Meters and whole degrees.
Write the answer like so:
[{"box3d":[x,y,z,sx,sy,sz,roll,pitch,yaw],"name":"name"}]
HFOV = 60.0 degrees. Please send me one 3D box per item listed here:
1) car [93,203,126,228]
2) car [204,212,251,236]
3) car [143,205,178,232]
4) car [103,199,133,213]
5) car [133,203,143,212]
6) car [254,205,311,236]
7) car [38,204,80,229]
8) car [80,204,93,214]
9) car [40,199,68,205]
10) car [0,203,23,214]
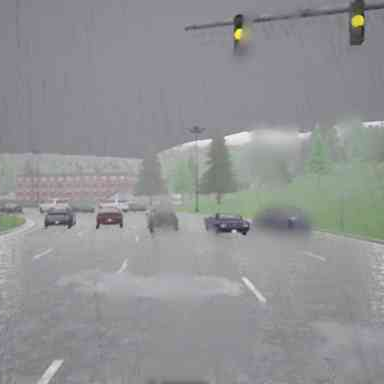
[{"box3d":[-6.542,1.884,26.057,1.882,1.535,5.008,0,-1,-16],"name":"car"},{"box3d":[1.994,1.897,20.451,1.895,1.301,4.718,0,-1,-8],"name":"car"},{"box3d":[-2.131,1.852,22.863,1.837,1.490,4.892,0,0,-11],"name":"car"},{"box3d":[-11.236,1.964,47.682,2.150,2.045,5.566,1,-1,-44],"name":"car"},{"box3d":[-8.745,2.332,50.184,1.994,1.385,4.181,1,-1,-44],"name":"car"},{"box3d":[5.454,1.640,20.682,2.097,1.767,4.553,0,-1,-8],"name":"car"},{"box3d":[-9.840,1.893,24.949,2.128,1.511,4.902,0,-1,-16],"name":"car"},{"box3d":[-15.556,2.306,46.890,4.181,1.385,1.994,-1,-1,43],"name":"car"},{"box3d":[-18.782,1.950,45.145,5.566,2.045,2.150,-1,-1,43],"name":"car"},{"box3d":[-25.035,2.279,45.583,4.674,1.442,1.812,-1,-1,36],"name":"car"}]
